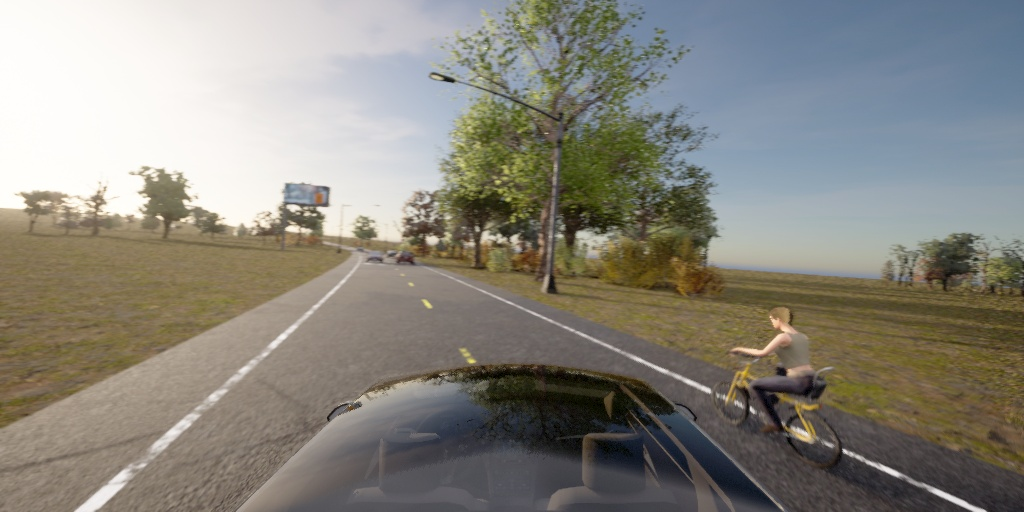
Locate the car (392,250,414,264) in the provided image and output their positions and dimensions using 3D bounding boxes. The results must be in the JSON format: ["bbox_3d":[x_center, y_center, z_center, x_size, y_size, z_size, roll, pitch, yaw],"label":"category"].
[{"bbox_3d":[-14.091,0.079,47.009,2.097,1.767,4.553,4,0,-22],"label":"car"}]

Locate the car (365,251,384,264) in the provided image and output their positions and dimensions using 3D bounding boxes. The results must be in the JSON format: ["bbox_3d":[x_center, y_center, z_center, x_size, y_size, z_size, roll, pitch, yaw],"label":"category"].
[{"bbox_3d":[-16.628,0.092,43.488,1.812,1.442,4.674,4,0,-22],"label":"car"}]

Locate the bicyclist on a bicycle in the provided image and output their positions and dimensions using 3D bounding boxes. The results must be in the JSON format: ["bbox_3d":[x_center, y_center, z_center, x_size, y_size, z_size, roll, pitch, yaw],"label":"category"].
[{"bbox_3d":[3.030,1.386,4.217,0.866,1.612,1.509,4,0,-19],"label":"bicyclist on a bicycle"}]
